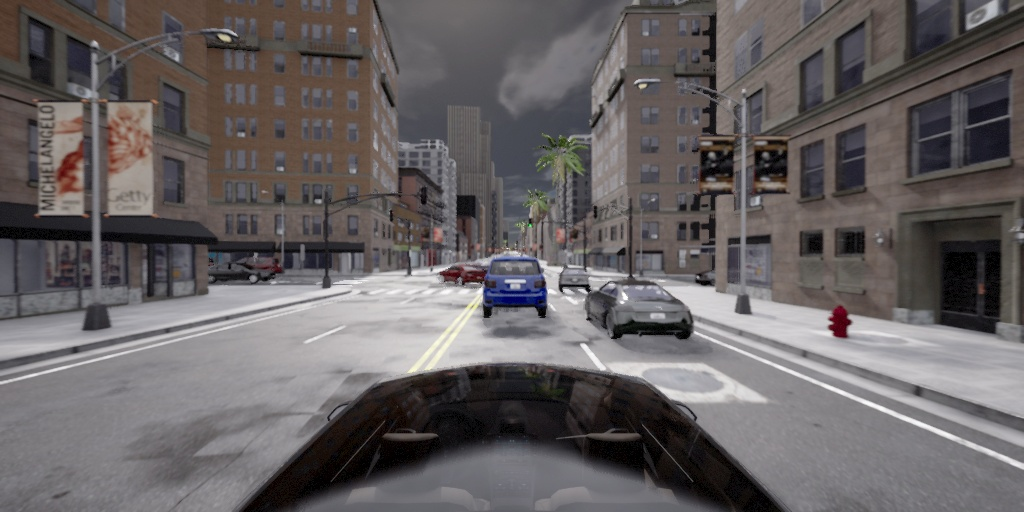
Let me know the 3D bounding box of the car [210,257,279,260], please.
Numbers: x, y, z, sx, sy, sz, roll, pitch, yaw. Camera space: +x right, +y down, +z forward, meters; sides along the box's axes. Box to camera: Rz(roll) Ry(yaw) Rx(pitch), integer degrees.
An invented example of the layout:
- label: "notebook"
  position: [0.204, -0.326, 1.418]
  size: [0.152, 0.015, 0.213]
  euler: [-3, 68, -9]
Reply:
- label: "car"
  position: [-23.888, 1.033, 32.777]
  size: [5.009, 1.841, 2.192]
  euler: [0, 0, -9]

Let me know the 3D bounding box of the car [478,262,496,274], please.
- label: "car"
  position: [-3.334, 1.587, 48.355]
  size: [2.033, 1.411, 5.357]
  euler: [0, 0, 0]

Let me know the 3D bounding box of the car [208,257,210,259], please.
- label: "car"
  position: [-29.334, 0.986, 31.957]
  size: [5.009, 1.841, 2.192]
  euler: [0, 0, -9]

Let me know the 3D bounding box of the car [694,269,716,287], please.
- label: "car"
  position: [16.214, 1.675, 27.271]
  size: [4.313, 1.339, 1.948]
  euler: [0, 0, 0]

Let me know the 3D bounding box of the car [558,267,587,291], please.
- label: "car"
  position: [3.939, 1.433, 22.794]
  size: [2.033, 1.411, 5.357]
  euler: [0, -1, 8]

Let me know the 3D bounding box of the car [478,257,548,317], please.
- label: "car"
  position: [0.098, 1.046, 13.764]
  size: [2.150, 2.045, 5.566]
  euler: [0, 0, 0]

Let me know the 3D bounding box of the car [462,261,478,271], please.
- label: "car"
  position: [-6.550, 1.566, 56.320]
  size: [1.882, 1.535, 5.008]
  euler: [0, 0, 0]

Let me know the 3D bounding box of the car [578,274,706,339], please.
- label: "car"
  position: [3.346, 1.365, 10.229]
  size: [1.994, 1.385, 4.181]
  euler: [0, -1, 0]

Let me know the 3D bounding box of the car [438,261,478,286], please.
- label: "car"
  position: [-3.918, 1.409, 27.712]
  size: [1.882, 1.535, 5.008]
  euler: [1, 0, -38]

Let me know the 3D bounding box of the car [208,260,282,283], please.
- label: "car"
  position: [-20.863, 1.288, 27.395]
  size: [4.892, 1.490, 1.837]
  euler: [1, 0, -9]

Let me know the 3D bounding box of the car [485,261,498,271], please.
- label: "car"
  position: [-3.296, 1.623, 57.826]
  size: [1.812, 1.442, 4.674]
  euler: [0, 0, 1]
